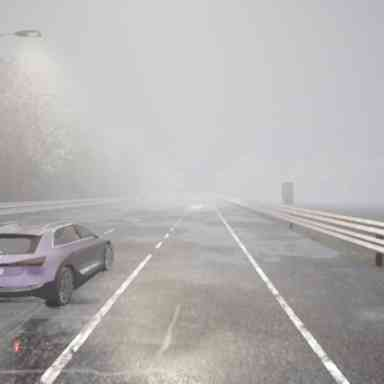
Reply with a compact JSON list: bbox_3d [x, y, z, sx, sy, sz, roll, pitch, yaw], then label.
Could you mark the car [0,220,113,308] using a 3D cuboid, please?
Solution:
[{"bbox_3d":[-3.378,1.444,7.985,2.033,1.649,4.856,0,0,2],"label":"car"}]
